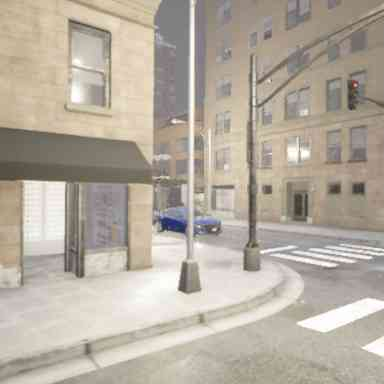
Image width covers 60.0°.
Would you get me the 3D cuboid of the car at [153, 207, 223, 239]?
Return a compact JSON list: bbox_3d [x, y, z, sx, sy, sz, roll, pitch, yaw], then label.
[{"bbox_3d":[-0.336,1.619,18.608,1.882,1.535,5.008,1,-1,-36],"label":"car"}]
